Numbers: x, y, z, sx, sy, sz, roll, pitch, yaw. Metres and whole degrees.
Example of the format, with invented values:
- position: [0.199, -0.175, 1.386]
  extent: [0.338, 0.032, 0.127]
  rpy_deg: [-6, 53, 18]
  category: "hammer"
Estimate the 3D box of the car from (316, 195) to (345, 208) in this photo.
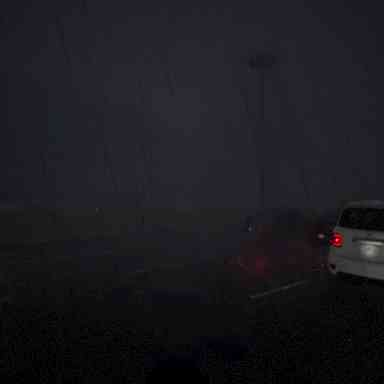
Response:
- position: [18.578, 1.260, 44.509]
  extent: [2.128, 1.511, 4.902]
  rpy_deg: [0, 0, 42]
  category: "car"

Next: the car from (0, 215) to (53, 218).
- position: [-12.821, 1.609, 25.088]
  extent: [4.718, 1.301, 1.895]
  rpy_deg: [0, 0, -37]
  category: "car"

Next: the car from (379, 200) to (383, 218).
- position: [17.569, 1.383, 28.028]
  extent: [4.181, 1.385, 1.994]
  rpy_deg: [0, 0, -44]
  category: "car"

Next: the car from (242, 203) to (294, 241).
- position: [4.397, 1.456, 16.169]
  extent: [4.674, 1.442, 1.812]
  rpy_deg: [0, 0, -39]
  category: "car"

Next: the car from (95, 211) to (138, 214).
- position: [-7.680, 1.175, 33.664]
  extent: [5.566, 2.045, 2.150]
  rpy_deg: [-1, 0, -40]
  category: "car"

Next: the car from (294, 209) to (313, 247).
- position: [6.488, 1.403, 13.356]
  extent: [5.008, 1.535, 1.882]
  rpy_deg: [0, 0, -39]
  category: "car"

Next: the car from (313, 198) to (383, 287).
- position: [5.513, 1.168, 8.077]
  extent: [5.566, 2.045, 2.150]
  rpy_deg: [0, 0, -39]
  category: "car"
